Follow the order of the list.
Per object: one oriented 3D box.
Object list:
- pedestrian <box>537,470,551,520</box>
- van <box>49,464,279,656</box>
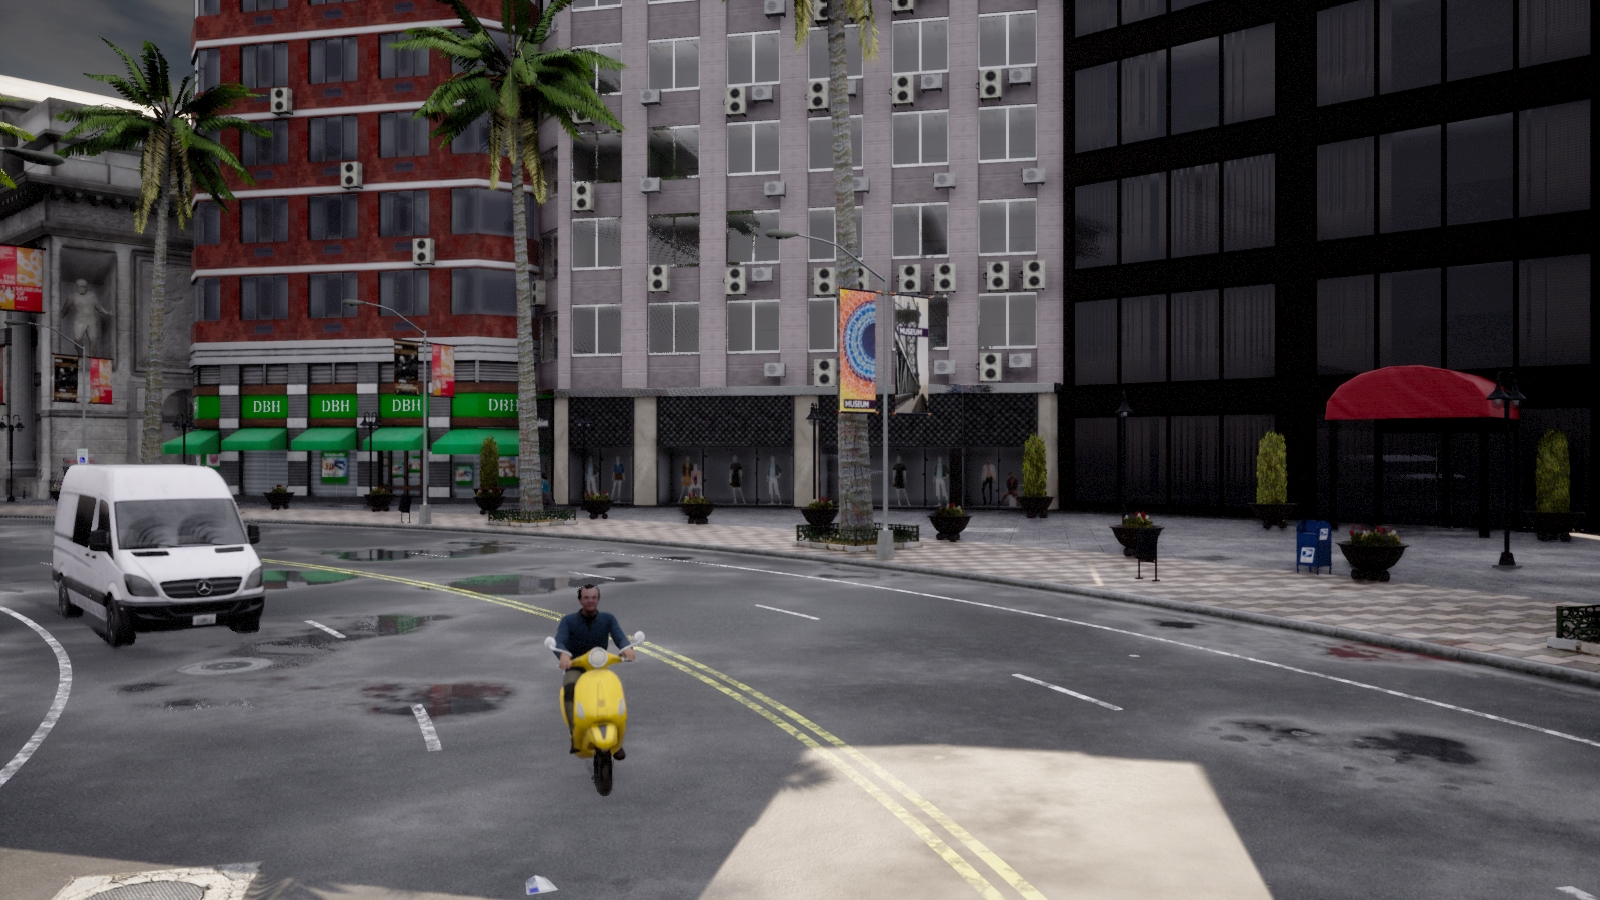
[{"bbox_3d":[-9.658,1.697,43.064,0.375,1.860,0.375,0,0,27],"label":"pedestrian"},{"bbox_3d":[-10.421,1.534,18.435,1.988,2.561,5.915,0,0,-42],"label":"van"}]
